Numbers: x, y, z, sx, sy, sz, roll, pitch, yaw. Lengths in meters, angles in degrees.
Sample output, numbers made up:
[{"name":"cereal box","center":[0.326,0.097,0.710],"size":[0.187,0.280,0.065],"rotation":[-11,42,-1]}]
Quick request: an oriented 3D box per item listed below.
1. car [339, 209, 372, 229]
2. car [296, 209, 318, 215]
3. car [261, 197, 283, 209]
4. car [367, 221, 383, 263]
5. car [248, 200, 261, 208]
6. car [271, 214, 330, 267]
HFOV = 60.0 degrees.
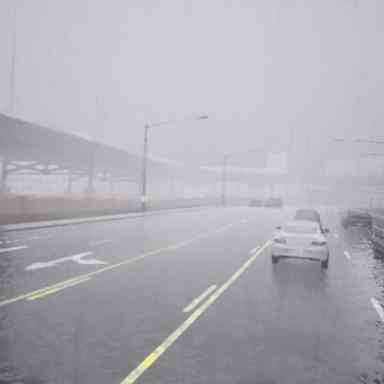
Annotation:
[{"name":"car","center":[12.621,2.046,25.661],"size":[1.837,1.490,4.892],"rotation":[1,0,21]},{"name":"car","center":[8.560,1.990,24.802],"size":[2.033,1.411,5.357],"rotation":[1,0,20]},{"name":"car","center":[14.799,1.978,60.174],"size":[2.150,2.045,5.566],"rotation":[1,-1,30]},{"name":"car","center":[7.278,1.921,10.984],"size":[1.895,1.301,4.718],"rotation":[1,-1,21]},{"name":"car","center":[12.093,2.221,62.486],"size":[1.837,1.490,4.892],"rotation":[1,0,30]},{"name":"car","center":[4.120,1.783,12.526],"size":[1.812,1.442,4.674],"rotation":[1,-1,21]}]
